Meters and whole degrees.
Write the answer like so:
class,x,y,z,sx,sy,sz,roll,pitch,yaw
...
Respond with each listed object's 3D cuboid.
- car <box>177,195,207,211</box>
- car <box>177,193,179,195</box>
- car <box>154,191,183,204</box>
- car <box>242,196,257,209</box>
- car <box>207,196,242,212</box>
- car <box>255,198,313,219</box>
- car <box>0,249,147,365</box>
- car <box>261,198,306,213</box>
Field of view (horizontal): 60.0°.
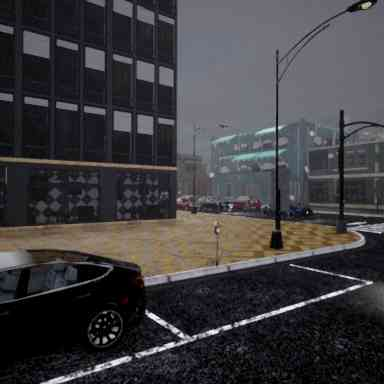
class,x,y,z,sx,sy,sz,roll,pitch,yaw
car,-0.728,1.229,33.712,1.802,1.307,4.206,1,0,-36
car,-3.099,1.129,41.329,1.994,1.385,4.181,0,1,-36
car,-3.794,0.792,52.085,2.192,1.841,5.009,1,0,-36
car,6.035,1.128,38.665,1.967,1.590,4.097,1,0,-36
car,2.324,1.172,33.918,2.128,1.511,4.902,0,1,-36
car,7.561,1.354,26.762,1.994,1.385,4.181,0,1,-36
car,-2.715,1.566,4.618,4.313,1.339,1.947,0,0,-35
car,9.311,1.339,34.189,1.802,1.307,4.206,1,0,-36
